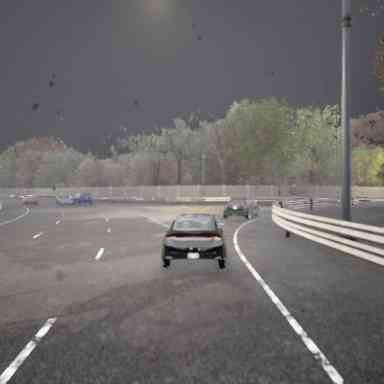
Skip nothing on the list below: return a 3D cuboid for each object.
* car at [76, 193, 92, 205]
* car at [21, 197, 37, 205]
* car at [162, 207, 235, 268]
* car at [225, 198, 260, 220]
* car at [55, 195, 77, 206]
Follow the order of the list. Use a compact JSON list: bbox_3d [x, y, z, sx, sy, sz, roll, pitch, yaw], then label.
[{"bbox_3d":[-18.198,1.102,55.095,2.150,2.045,5.566,0,0,-32],"label":"car"},{"bbox_3d":[-27.591,1.445,56.342,1.994,1.385,4.181,0,0,-36],"label":"car"},{"bbox_3d":[0.122,1.466,11.238,2.128,1.511,4.902,0,0,2],"label":"car"},{"bbox_3d":[4.294,1.285,28.046,2.097,1.767,4.553,0,0,25],"label":"car"},{"bbox_3d":[-19.551,1.439,50.702,2.033,1.411,5.357,0,0,-32],"label":"car"}]
